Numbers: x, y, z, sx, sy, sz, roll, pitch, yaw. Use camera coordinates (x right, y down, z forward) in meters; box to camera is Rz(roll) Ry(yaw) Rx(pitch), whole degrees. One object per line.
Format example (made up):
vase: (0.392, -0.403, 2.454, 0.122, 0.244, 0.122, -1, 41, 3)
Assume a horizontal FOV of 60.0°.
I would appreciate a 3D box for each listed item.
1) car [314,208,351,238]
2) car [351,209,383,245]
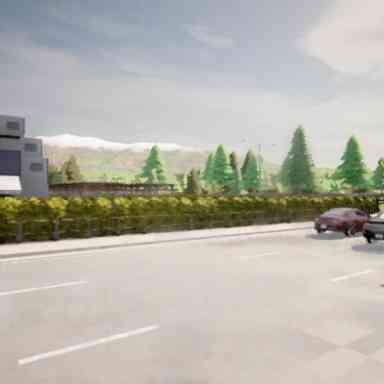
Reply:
car: (8.690, 1.632, 18.558, 4.674, 1.442, 1.812, 0, 0, -36)
car: (9.545, 1.589, 14.856, 4.902, 1.511, 2.128, 0, 0, -35)
